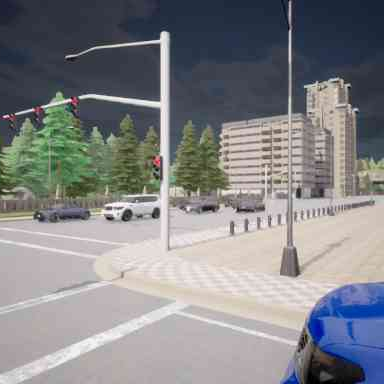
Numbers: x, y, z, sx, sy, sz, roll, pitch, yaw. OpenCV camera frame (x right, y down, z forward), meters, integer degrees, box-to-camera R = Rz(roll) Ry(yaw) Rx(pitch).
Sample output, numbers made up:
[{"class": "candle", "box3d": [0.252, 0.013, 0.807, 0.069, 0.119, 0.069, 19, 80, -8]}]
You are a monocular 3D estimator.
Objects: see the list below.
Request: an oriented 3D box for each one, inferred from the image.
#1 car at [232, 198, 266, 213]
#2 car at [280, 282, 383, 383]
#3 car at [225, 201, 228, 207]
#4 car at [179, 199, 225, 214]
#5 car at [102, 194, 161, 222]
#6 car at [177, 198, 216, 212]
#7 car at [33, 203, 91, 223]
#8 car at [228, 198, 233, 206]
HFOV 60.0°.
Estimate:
[{"class": "car", "box3d": [6.608, 1.564, 36.702, 1.994, 1.385, 4.181, 0, 0, 35]}, {"class": "car", "box3d": [3.299, 1.221, 1.613, 5.566, 2.045, 2.150, 0, 0, 36]}, {"class": "car", "box3d": [6.465, 1.564, 48.835, 1.994, 1.385, 4.181, 0, 0, 36]}, {"class": "car", "box3d": [1.058, 1.491, 35.283, 2.128, 1.511, 4.902, 0, 0, 36]}, {"class": "car", "box3d": [-4.706, 1.221, 27.203, 2.150, 2.045, 5.566, 0, 0, 35]}, {"class": "car", "box3d": [0.641, 1.547, 40.726, 2.033, 1.411, 5.357, 0, 0, 36]}, {"class": "car", "box3d": [-9.999, 1.564, 25.809, 1.994, 1.385, 4.181, 0, 0, 35]}, {"class": "car", "box3d": [6.884, 1.564, 43.426, 1.994, 1.385, 4.181, 0, 0, 36]}]
